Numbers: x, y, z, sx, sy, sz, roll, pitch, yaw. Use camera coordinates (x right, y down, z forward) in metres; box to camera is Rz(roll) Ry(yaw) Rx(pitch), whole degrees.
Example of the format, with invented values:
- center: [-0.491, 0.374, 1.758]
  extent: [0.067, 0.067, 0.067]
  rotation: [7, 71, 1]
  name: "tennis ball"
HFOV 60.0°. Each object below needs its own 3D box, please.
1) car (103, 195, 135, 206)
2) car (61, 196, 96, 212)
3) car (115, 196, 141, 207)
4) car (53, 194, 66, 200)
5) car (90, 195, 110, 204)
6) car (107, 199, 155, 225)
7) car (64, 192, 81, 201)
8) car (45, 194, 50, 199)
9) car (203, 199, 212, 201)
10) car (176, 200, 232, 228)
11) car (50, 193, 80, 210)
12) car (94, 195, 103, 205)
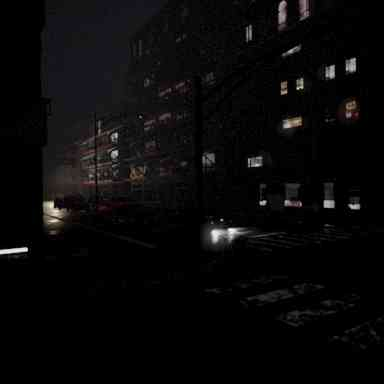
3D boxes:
- center: [-6.595, 1.238, 32.374]
  extent: [2.097, 1.767, 4.553]
  rotation: [-1, 1, -34]
  name: "car"
- center: [-12.534, 1.448, 36.442]
  extent: [2.008, 1.369, 4.403]
  rotation: [-1, 1, -35]
  name: "car"
- center: [-8.951, 1.265, 46.015]
  extent: [1.752, 1.417, 4.829]
  rotation: [-1, 1, -35]
  name: "car"
- center: [-31.403, 1.124, 78.644]
  extent: [2.008, 1.369, 4.403]
  rotation: [-1, 1, -35]
  name: "car"
- center: [-15.393, 1.216, 55.377]
  extent: [1.752, 1.417, 4.829]
  rotation: [-1, 1, -35]
  name: "car"
- center: [-4.301, 1.509, 24.251]
  extent: [1.887, 1.381, 4.507]
  rotation: [-1, 1, -35]
  name: "car"
- center: [-24.962, 0.935, 69.279]
  extent: [2.192, 1.841, 5.009]
  rotation: [-1, 1, -35]
  name: "car"
- center: [-34.720, 1.074, 83.465]
  extent: [1.752, 1.417, 4.829]
  rotation: [-1, 1, -35]
  name: "car"
- center: [0.893, 1.359, 31.893]
  extent: [1.887, 1.381, 4.507]
  rotation: [-1, 1, -35]
  name: "car"
- center: [0.690, 1.507, 21.792]
  extent: [1.994, 1.385, 4.181]
  rotation: [-1, 1, -34]
  name: "car"
- center: [-15.756, 1.312, 41.123]
  extent: [1.967, 1.590, 4.097]
  rotation: [-1, 1, -35]
  name: "car"
- center: [-13.747, 1.266, 48.322]
  extent: [1.837, 1.490, 4.892]
  rotation: [-1, 1, -34]
  name: "car"
